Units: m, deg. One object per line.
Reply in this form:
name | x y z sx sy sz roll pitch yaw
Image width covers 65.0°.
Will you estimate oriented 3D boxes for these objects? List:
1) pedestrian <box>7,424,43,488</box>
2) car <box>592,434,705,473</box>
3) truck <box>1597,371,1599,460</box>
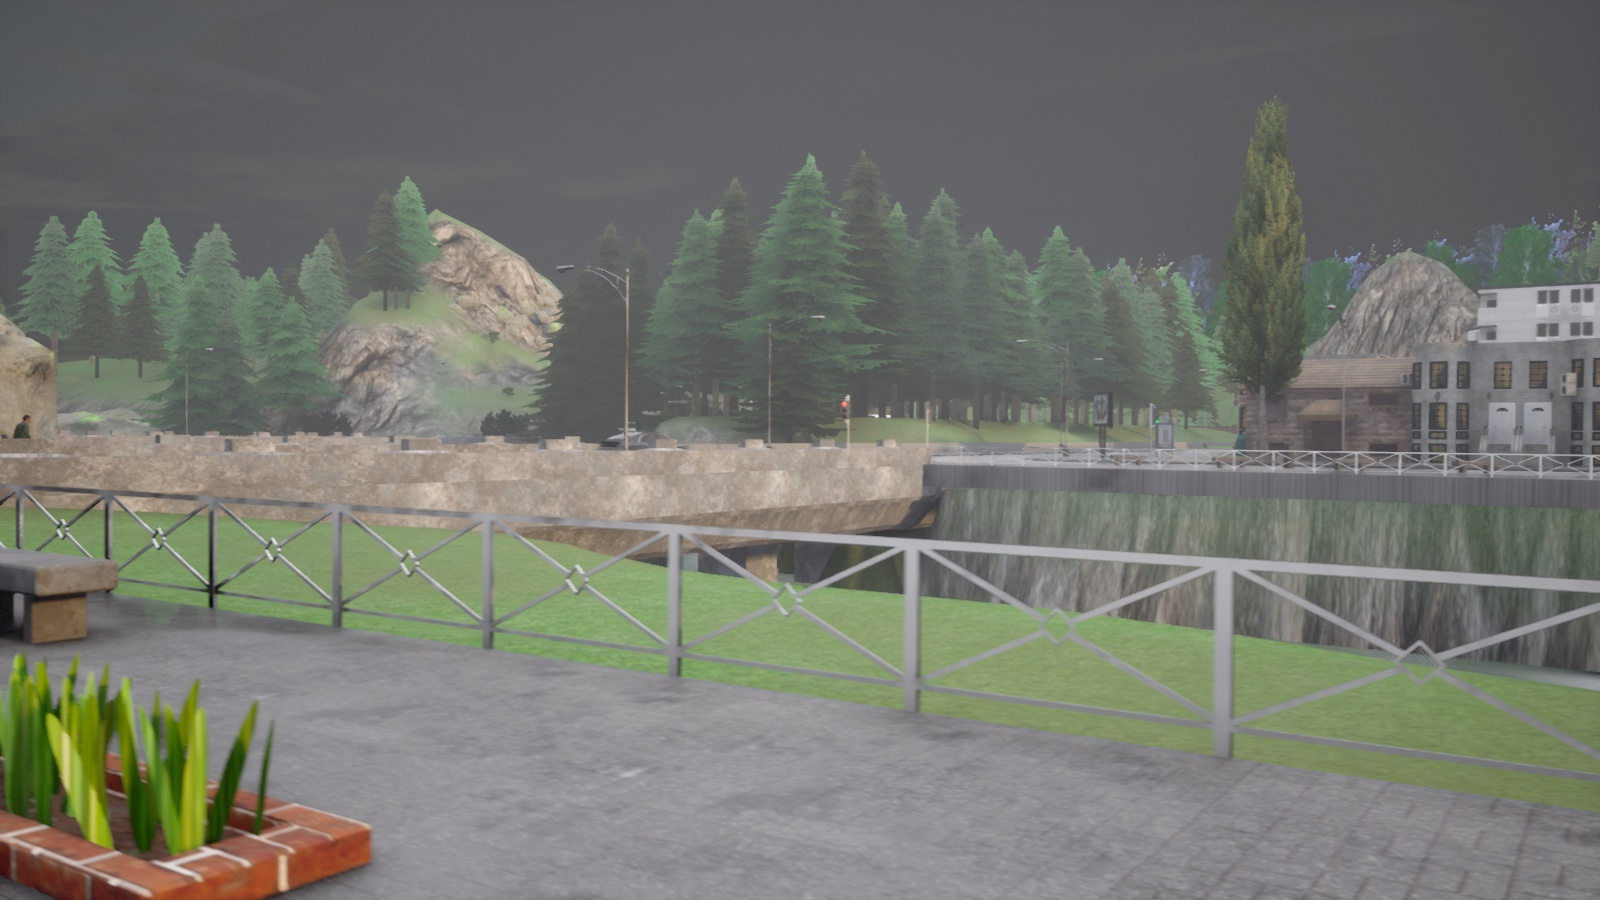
pedestrian | -23.898 0.170 38.728 0.423 1.949 0.788 0 1 34
car | -6.123 0.125 51.249 1.837 1.490 4.892 0 1 34
truck | 38.479 -1.503 52.635 8.468 3.827 2.891 0 1 34
